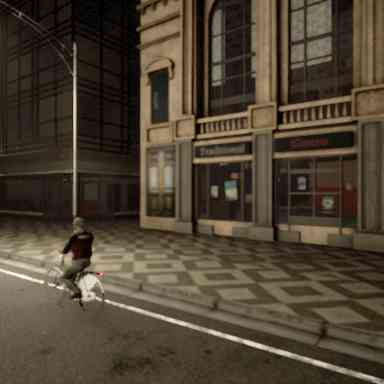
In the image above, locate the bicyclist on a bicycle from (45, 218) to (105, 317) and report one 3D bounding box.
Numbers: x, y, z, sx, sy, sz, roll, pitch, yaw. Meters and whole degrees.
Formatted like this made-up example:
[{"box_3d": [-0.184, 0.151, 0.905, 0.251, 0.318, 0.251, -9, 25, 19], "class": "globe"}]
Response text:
[{"box_3d": [-2.278, 1.362, 6.306, 1.843, 1.776, 0.659, 0, 0, 36], "class": "bicyclist on a bicycle"}]
